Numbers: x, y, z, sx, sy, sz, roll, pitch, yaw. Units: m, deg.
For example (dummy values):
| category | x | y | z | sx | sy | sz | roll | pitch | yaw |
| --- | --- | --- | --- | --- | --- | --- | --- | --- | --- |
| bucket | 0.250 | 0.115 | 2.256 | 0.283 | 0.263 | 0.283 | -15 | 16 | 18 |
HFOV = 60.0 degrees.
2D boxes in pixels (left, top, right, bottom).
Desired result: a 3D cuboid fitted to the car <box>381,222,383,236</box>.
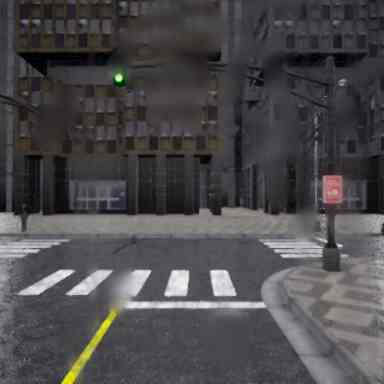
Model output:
| category | x | y | z | sx | sy | sz | roll | pitch | yaw |
| --- | --- | --- | --- | --- | --- | --- | --- | --- | --- |
| car | 11.998 | 1.650 | 16.344 | 5.008 | 1.535 | 1.882 | 0 | -1 | 0 |

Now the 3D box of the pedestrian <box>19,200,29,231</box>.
| category | x | y | z | sx | sy | sz | roll | pitch | yaw |
| --- | --- | --- | --- | --- | --- | --- | --- | --- | --- |
| pedestrian | -9.881 | 1.383 | 19.591 | 0.375 | 1.860 | 0.375 | 0 | -1 | 1 |
